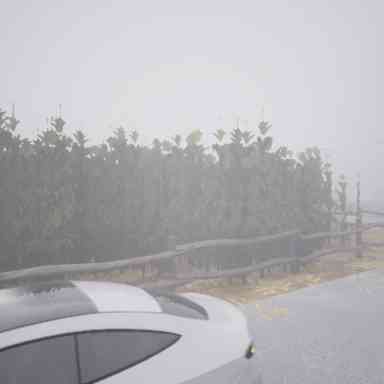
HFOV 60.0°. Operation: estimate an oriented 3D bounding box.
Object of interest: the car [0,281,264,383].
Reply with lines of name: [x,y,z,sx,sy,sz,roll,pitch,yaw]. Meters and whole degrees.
car: [-1.474,1.526,2.425,4.674,1.442,1.812,0,0,-35]
